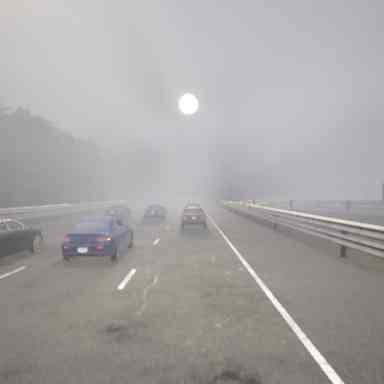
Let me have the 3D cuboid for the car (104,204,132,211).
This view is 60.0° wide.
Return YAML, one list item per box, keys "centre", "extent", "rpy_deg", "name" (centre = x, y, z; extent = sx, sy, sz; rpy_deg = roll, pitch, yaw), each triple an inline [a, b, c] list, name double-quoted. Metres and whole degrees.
- centre: [-6.868, 1.852, 31.029]
  extent: [2.033, 1.411, 5.357]
  rpy_deg: [0, -1, 0]
  name: "car"

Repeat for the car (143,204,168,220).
- centre: [-3.368, 1.852, 31.062]
  extent: [2.033, 1.411, 5.357]
  rpy_deg: [0, -1, 0]
  name: "car"

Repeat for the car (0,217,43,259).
- centre: [-6.888, 1.610, 11.418]
  extent: [2.128, 1.511, 4.902]
  rpy_deg: [0, -1, 0]
  name: "car"

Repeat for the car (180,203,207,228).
- centre: [0.125, 1.792, 24.425]
  extent: [2.033, 1.411, 5.357]
  rpy_deg: [0, -1, 0]
  name: "car"

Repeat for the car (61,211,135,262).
- centre: [-3.400, 1.657, 12.623]
  extent: [1.812, 1.442, 4.674]
  rpy_deg: [0, -1, 0]
  name: "car"

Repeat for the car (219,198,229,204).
- centre: [7.819, 2.207, 80.434]
  extent: [1.994, 1.385, 4.181]
  rpy_deg: [0, -1, -10]
  name: "car"
